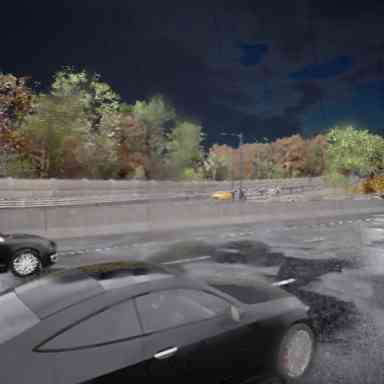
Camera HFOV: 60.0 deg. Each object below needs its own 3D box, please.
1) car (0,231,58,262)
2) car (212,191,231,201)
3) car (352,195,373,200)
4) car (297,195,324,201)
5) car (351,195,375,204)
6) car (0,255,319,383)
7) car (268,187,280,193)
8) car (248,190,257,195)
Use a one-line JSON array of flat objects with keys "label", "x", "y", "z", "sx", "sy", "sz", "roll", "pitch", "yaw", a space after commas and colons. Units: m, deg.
[{"label": "car", "x": -5.949, "y": 1.447, "z": 8.269, "sx": 4.892, "sy": 1.490, "sz": 1.837, "roll": 0, "pitch": 0, "yaw": -38}, {"label": "car", "x": 5.110, "y": 0.633, "z": 57.290, "sx": 1.882, "sy": 1.535, "sz": 5.008, "roll": 0, "pitch": 1, "yaw": 28}, {"label": "car", "x": 21.924, "y": 1.399, "z": 43.526, "sx": 4.674, "sy": 1.442, "sz": 1.812, "roll": 0, "pitch": 0, "yaw": -38}, {"label": "car", "x": 17.378, "y": 1.188, "z": 48.855, "sx": 4.553, "sy": 1.767, "sz": 2.097, "roll": 0, "pitch": 0, "yaw": -38}, {"label": "car", "x": 30.233, "y": 1.342, "z": 58.806, "sx": 4.892, "sy": 1.490, "sz": 1.837, "roll": -1, "pitch": 1, "yaw": -38}, {"label": "car", "x": -0.531, "y": 1.505, "z": 3.621, "sx": 4.674, "sy": 1.442, "sz": 1.812, "roll": 0, "pitch": 0, "yaw": -38}, {"label": "car", "x": 20.653, "y": -0.452, "z": 83.729, "sx": 2.097, "sy": 1.767, "sz": 4.553, "roll": 0, "pitch": 3, "yaw": 32}, {"label": "car", "x": 12.761, "y": 0.344, "z": 70.937, "sx": 2.033, "sy": 1.411, "sz": 5.357, "roll": 0, "pitch": 2, "yaw": 30}]
